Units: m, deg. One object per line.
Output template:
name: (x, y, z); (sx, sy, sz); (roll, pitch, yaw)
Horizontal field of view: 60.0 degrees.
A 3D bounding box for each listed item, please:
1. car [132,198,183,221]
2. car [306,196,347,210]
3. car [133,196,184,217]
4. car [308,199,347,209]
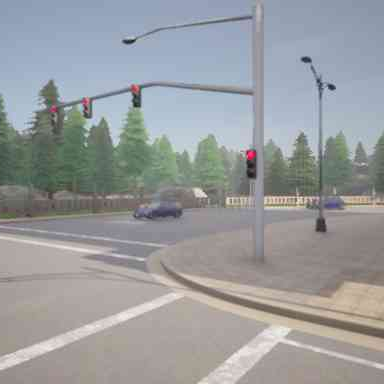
car: (-2.664, 1.506, 26.900); (1.812, 1.442, 4.674); (0, 0, 40)
car: (16.180, 1.316, 40.486); (4.553, 1.767, 2.097); (0, 0, -18)
car: (-3.131, 1.338, 31.585); (2.097, 1.767, 4.553); (0, 0, 43)
car: (18.252, 1.566, 44.771); (4.718, 1.301, 1.895); (0, 0, -14)
